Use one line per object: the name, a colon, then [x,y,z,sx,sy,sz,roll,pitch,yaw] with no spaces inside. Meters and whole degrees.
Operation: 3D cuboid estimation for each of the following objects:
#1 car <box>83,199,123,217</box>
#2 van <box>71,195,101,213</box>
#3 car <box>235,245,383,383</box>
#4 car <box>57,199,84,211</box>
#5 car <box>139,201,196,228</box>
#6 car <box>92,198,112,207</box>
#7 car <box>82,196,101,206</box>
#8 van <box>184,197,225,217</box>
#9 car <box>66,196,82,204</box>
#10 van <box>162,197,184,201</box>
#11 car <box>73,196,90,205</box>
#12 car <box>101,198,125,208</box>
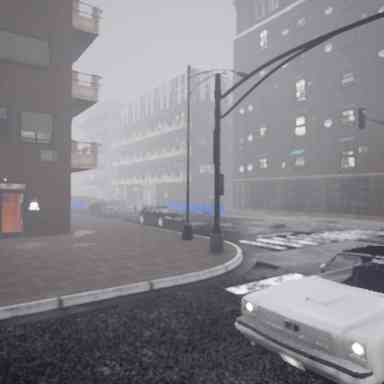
car: [-8.369,1.555,31.098,1.802,1.307,4.206,1,0,-35]
van: [-11.545,1.324,35.703,1.690,1.788,3.998,1,0,-35]
car: [2.915,1.585,5.028,4.718,1.301,1.895,0,0,-36]
car: [-14.725,1.544,40.306,2.008,1.369,4.403,1,0,-35]
car: [-2.012,1.504,21.890,2.008,1.369,4.403,1,0,-35]
car: [-14.595,1.666,53.990,1.802,1.307,4.206,1,0,-35]
car: [-17.773,1.533,58.595,1.967,1.590,4.097,1,0,-35]
van: [1.296,1.377,30.972,1.690,1.788,3.998,1,0,-35]
car: [-24.129,1.550,67.803,1.967,1.590,4.097,1,0,-35]
van: [-1.882,1.387,35.576,1.690,1.788,3.998,1,0,-35]
car: [-20.951,1.542,63.199,1.967,1.590,4.097,1,0,-35]
car: [-11.417,1.620,49.387,1.887,1.381,4.507,1,0,-35]
